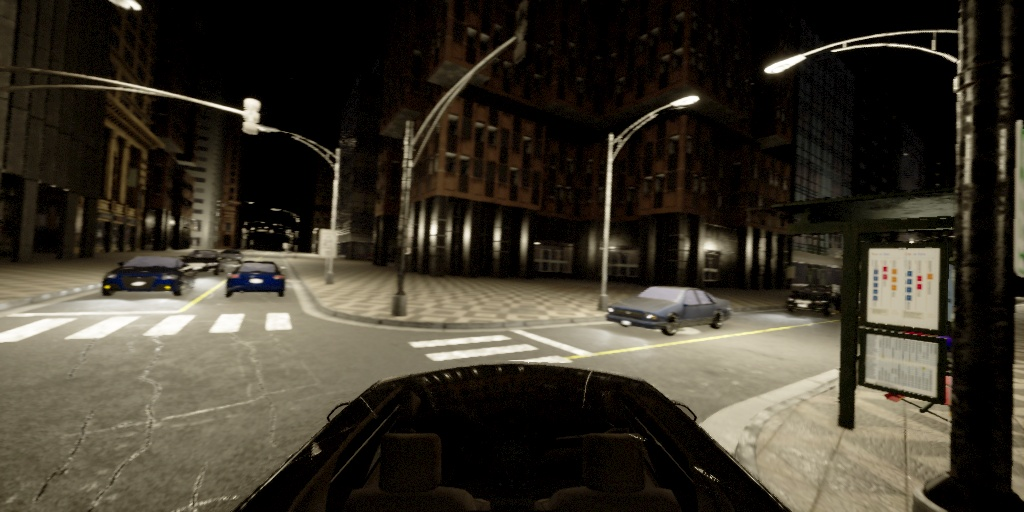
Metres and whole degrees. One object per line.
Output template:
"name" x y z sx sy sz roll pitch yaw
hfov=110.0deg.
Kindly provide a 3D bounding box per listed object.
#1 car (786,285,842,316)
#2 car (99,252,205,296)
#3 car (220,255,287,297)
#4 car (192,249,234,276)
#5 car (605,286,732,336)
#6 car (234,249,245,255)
"car" 17.070 2.401 19.857 4.902 1.511 2.128 3 -1 -33
"car" -13.486 0.684 13.603 1.994 1.385 4.181 4 -1 -33
"car" -10.752 0.872 15.236 1.994 1.385 4.181 4 -1 -33
"car" -19.440 0.367 22.726 2.128 1.511 4.902 4 -1 -33
"car" 5.572 1.749 12.334 5.357 1.411 2.033 4 -1 -36
"car" -28.222 0.043 36.217 1.812 1.442 4.674 4 -1 -33
